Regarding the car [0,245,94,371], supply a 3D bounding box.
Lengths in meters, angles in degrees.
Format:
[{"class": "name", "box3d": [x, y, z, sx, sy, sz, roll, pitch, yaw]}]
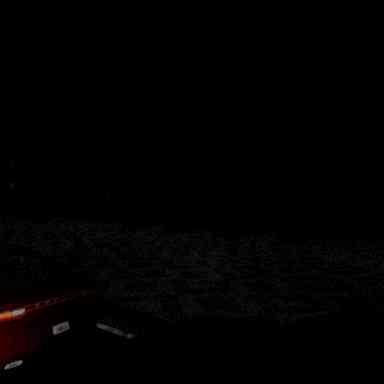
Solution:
[{"class": "car", "box3d": [-3.432, 1.544, 5.399, 4.507, 1.381, 1.887, 0, 0, 35]}]

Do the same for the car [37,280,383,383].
[{"class": "car", "box3d": [1.163, 1.545, 2.136, 4.507, 1.381, 1.887, 0, 0, 35]}]
